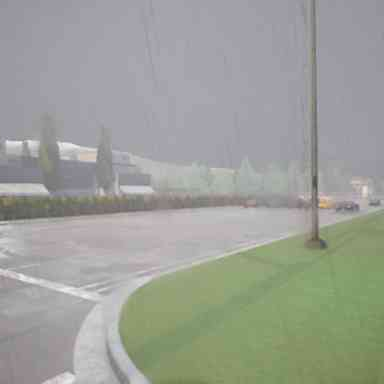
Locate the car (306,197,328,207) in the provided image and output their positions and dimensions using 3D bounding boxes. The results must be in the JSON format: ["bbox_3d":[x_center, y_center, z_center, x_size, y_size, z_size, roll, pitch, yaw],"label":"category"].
[{"bbox_3d":[20.381,1.620,53.964,2.128,1.511,4.902,-1,0,36],"label":"car"}]

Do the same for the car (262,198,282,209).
[{"bbox_3d":[12.501,1.716,49.056,1.994,1.385,4.181,-1,0,37],"label":"car"}]

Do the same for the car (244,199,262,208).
[{"bbox_3d":[9.598,1.742,51.025,1.994,1.385,4.181,-1,0,37],"label":"car"}]

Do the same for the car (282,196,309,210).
[{"bbox_3d":[14.896,1.618,46.423,2.128,1.511,4.902,-1,0,37],"label":"car"}]

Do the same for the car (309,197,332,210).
[{"bbox_3d":[17.692,1.578,44.320,1.882,1.535,5.008,-1,0,37],"label":"car"}]

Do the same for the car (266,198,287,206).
[{"bbox_3d":[14.764,1.782,58.140,1.895,1.301,4.718,-1,0,36],"label":"car"}]

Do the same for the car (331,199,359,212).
[{"bbox_3d":[18.320,1.674,39.193,1.895,1.301,4.718,-1,0,36],"label":"car"}]

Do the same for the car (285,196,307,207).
[{"bbox_3d":[17.545,1.507,56.017,2.097,1.767,4.553,-1,0,36],"label":"car"}]

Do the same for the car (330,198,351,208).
[{"bbox_3d":[23.218,1.704,51.912,1.895,1.301,4.718,-1,0,36],"label":"car"}]

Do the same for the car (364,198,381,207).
[{"bbox_3d":[29.613,1.624,54.526,2.033,1.411,5.357,-1,0,36],"label":"car"}]
